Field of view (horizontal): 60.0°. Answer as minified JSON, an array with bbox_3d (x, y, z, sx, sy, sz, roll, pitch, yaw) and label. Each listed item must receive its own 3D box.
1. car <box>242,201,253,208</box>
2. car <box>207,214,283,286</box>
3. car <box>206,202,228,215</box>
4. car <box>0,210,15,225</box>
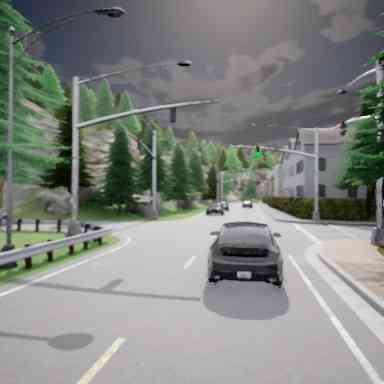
[{"bbox_3d":[10.419,2.338,62.619,1.994,1.385,4.181,0,-1,10],"label":"car"},{"bbox_3d":[1.564,1.628,9.831,1.837,1.490,4.892,0,0,9],"label":"car"},{"bbox_3d":[2.858,2.034,39.919,1.994,1.385,4.181,0,-1,10],"label":"car"},{"bbox_3d":[-15.201,1.543,23.961,4.553,1.767,2.097,0,-1,9],"label":"car"}]
